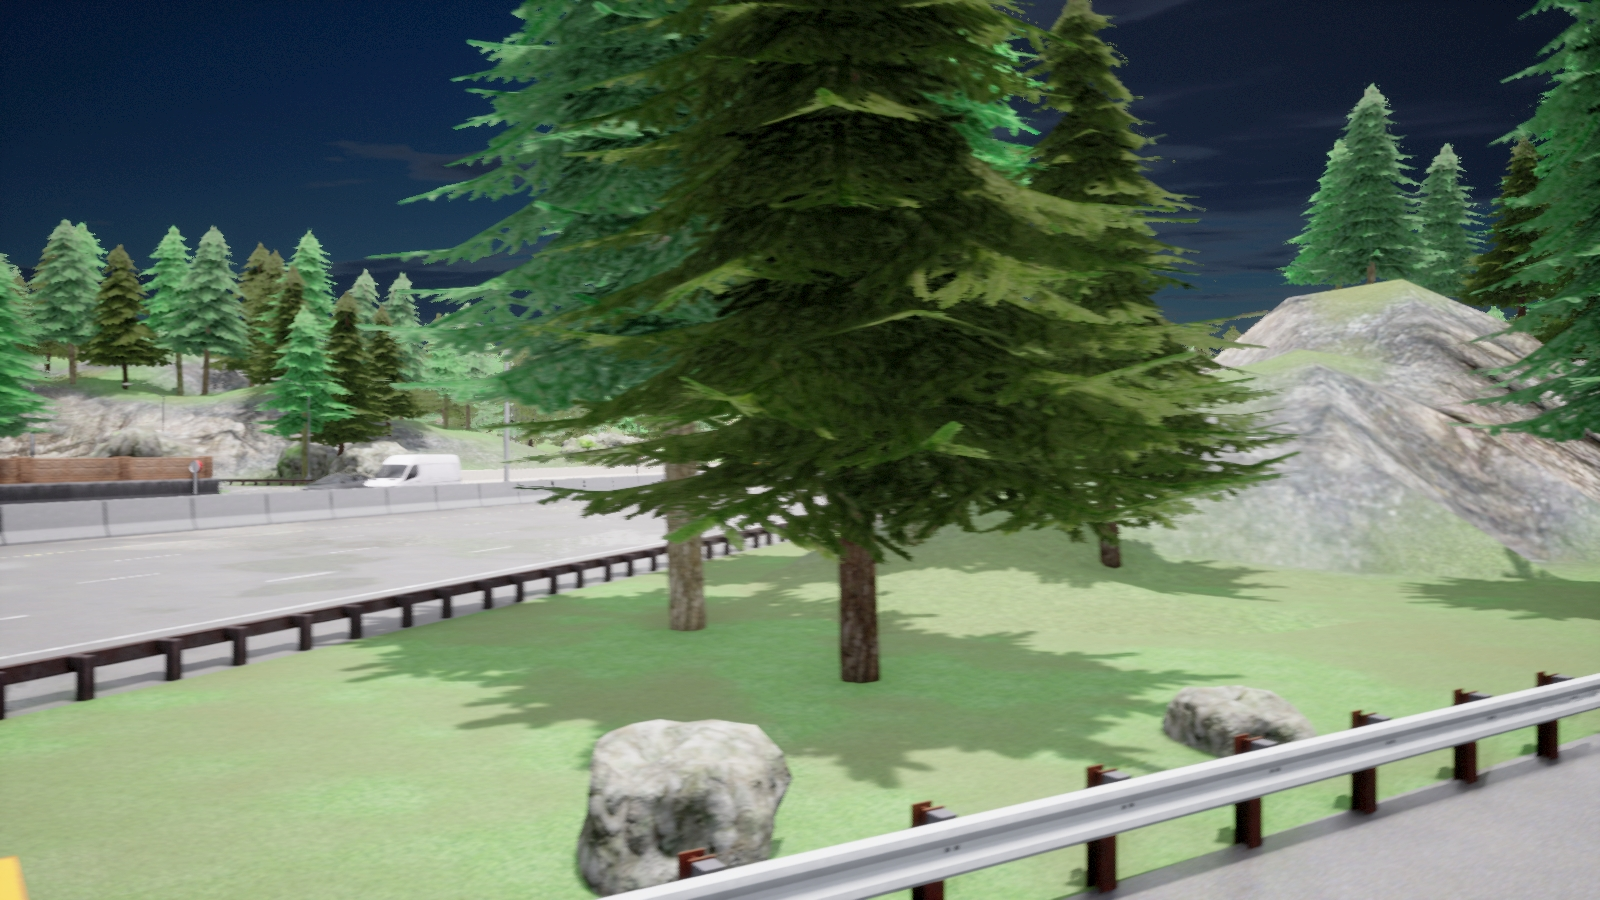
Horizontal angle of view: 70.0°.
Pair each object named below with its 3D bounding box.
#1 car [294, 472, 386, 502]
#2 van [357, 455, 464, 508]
[{"bbox_3d":[-25.602,2.050,63.739,2.163,1.488,4.792,0,0,19],"label":"car"},{"bbox_3d":[-19.886,1.523,58.705,1.988,2.561,5.915,0,0,19],"label":"van"}]
